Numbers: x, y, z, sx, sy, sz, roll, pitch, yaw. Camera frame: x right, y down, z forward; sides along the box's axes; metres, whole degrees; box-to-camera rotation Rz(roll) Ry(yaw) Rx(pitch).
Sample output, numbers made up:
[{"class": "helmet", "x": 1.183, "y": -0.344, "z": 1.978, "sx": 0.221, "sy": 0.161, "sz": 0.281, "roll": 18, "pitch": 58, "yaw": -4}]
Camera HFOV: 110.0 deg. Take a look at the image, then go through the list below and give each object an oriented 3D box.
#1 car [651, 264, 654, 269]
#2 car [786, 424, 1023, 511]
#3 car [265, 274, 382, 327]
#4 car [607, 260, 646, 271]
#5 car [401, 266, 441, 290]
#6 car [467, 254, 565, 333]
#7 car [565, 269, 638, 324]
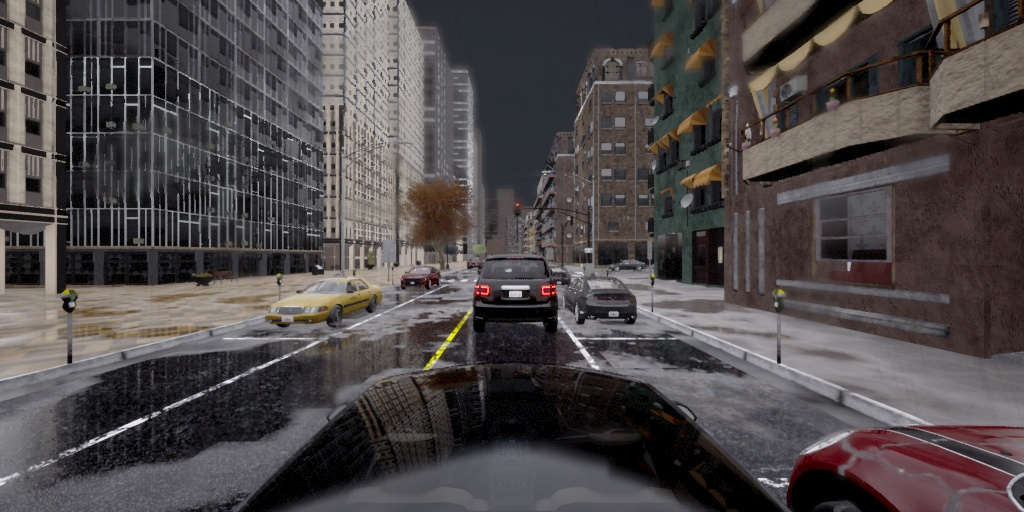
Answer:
[{"class": "car", "x": 18.844, "y": 1.006, "z": 42.196, "sx": 4.829, "sy": 1.417, "sz": 1.751, "roll": 0, "pitch": 0, "yaw": -1}, {"class": "car", "x": 2.688, "y": 1.190, "z": 0.600, "sx": 1.967, "sy": 1.591, "sz": 4.097, "roll": 0, "pitch": 0, "yaw": 0}, {"class": "car", "x": -5.689, "y": 1.276, "z": 11.498, "sx": 1.751, "sy": 1.417, "sz": 4.829, "roll": 0, "pitch": 0, "yaw": 0}, {"class": "car", "x": 13.447, "y": 1.109, "z": 42.143, "sx": 4.403, "sy": 1.370, "sz": 2.007, "roll": 0, "pitch": 0, "yaw": -1}, {"class": "car", "x": -5.685, "y": 1.299, "z": 22.733, "sx": 1.888, "sy": 1.381, "sz": 4.507, "roll": 0, "pitch": 0, "yaw": 0}, {"class": "car", "x": 0.093, "y": 0.972, "z": 10.942, "sx": 2.150, "sy": 2.045, "sz": 5.566, "roll": 0, "pitch": 0, "yaw": 0}, {"class": "car", "x": 2.692, "y": 1.301, "z": 11.664, "sx": 2.007, "sy": 1.370, "sz": 4.403, "roll": 0, "pitch": 0, "yaw": 0}]
